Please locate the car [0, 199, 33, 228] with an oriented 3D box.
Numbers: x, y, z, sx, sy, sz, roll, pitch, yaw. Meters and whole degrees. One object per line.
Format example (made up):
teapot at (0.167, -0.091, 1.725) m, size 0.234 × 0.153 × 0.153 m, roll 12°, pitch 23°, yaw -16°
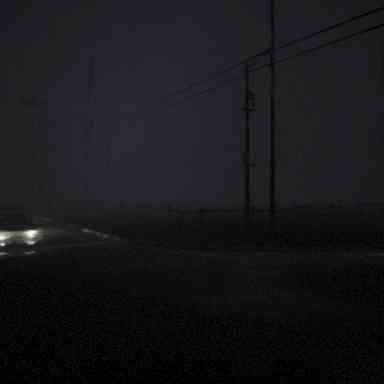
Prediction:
car at (-12.083, 1.475, 22.386) m, size 1.882 × 1.535 × 5.008 m, roll 0°, pitch 0°, yaw -36°
